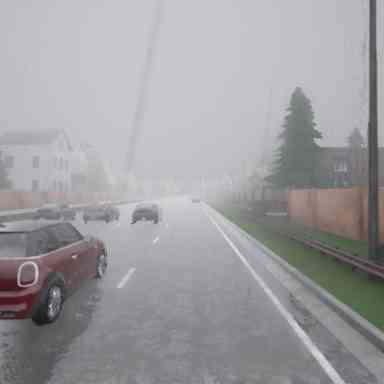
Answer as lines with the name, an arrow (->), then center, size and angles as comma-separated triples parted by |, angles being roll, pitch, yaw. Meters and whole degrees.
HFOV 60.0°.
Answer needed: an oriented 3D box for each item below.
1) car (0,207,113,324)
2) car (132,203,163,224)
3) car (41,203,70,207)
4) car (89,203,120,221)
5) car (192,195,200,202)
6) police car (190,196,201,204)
car -> -3.400, 1.386, 7.361 | 2.097, 1.767, 4.553 | 0, 0, 0
car -> -3.399, 1.623, 25.739 | 1.837, 1.490, 4.892 | 0, 0, 0
car -> -10.399, 1.623, 25.743 | 1.837, 1.490, 4.892 | 0, 0, 0
car -> -6.899, 1.609, 25.663 | 2.128, 1.511, 4.902 | 0, 0, 0
car -> 1.054, 1.745, 86.192 | 2.097, 1.767, 4.553 | 0, 0, 0
police car -> 1.054, 1.774, 76.331 | 1.930, 1.638, 5.238 | 0, 0, 0
